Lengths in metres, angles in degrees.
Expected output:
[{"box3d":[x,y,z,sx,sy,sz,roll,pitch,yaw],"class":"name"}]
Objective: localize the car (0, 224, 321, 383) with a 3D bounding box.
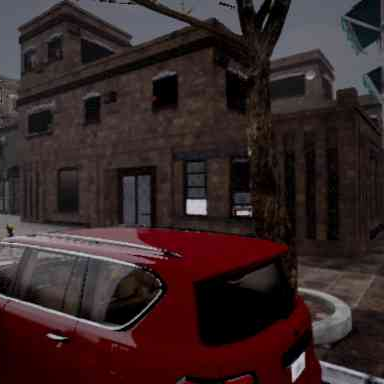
[{"box3d":[-1.194,1.304,3.744,5.009,1.841,2.192,0,-1,36],"class":"car"}]
